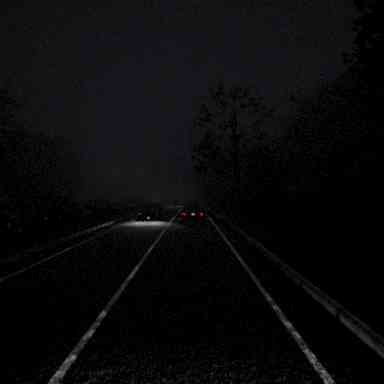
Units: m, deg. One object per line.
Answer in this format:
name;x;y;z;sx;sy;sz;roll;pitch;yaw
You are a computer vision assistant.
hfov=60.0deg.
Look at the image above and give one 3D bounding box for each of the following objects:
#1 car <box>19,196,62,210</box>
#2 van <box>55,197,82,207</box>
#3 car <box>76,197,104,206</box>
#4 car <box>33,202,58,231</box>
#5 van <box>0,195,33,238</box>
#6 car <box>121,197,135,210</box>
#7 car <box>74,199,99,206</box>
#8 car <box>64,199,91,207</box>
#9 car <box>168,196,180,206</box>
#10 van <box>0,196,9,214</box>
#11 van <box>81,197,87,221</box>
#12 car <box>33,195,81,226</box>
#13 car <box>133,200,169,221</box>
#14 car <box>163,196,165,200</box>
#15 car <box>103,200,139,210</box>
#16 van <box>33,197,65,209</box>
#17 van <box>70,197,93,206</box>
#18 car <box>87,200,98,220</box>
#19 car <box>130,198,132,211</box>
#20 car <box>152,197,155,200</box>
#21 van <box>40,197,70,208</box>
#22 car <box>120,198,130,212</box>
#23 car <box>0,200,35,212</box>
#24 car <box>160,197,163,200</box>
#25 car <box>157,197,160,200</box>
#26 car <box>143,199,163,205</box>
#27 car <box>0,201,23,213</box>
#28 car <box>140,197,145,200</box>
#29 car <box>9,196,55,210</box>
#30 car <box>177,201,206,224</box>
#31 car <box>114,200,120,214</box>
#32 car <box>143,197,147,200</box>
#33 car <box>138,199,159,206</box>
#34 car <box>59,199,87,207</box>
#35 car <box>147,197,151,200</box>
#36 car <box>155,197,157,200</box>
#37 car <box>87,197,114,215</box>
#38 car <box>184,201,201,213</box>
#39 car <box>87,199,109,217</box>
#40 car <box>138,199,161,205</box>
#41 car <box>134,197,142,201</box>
car;-23.375;1.672;51.641;5.566;2.045;2.435;0;-1;0
van;-23.295;1.864;62.735;4.442;1.987;1.878;0;-1;0
car;-23.431;2.125;76.560;5.566;2.045;2.435;0;-1;0
car;-10.354;1.492;18.266;4.792;1.488;2.163;0;0;0
van;-10.208;1.240;15.483;4.442;1.987;1.878;0;0;0
car;-10.330;1.801;43.224;4.892;1.521;2.231;0;-1;0
car;-23.374;2.341;73.785;4.792;1.488;2.163;0;-1;0
car;-23.432;2.216;68.121;4.792;1.488;2.163;0;-1;0
car;-3.388;2.219;69.883;1.837;1.490;4.892;0;-1;0
van;-23.521;1.492;37.665;4.442;1.987;1.878;0;-1;0
van;-10.208;1.288;23.795;4.442;1.987;1.878;0;-1;0
car;-10.353;1.222;21.020;5.566;2.045;2.435;0;-1;0
car;-3.373;1.658;28.445;2.033;1.411;5.357;0;-1;0
car;-10.351;2.320;84.854;5.566;2.045;2.435;0;-1;0
car;-10.295;1.912;48.775;4.792;1.488;2.163;0;-1;0
van;-23.287;1.739;54.409;4.442;1.987;1.878;0;-1;0
van;-23.519;2.020;70.897;4.442;1.987;1.878;0;-1;0
car;-10.327;1.595;26.567;4.674;1.452;2.002;0;-1;0
car;-10.318;1.761;40.448;4.892;1.521;2.231;0;-1;0
car;-10.317;2.137;65.431;4.892;1.521;2.231;0;-1;0
van;-23.520;1.779;57.179;4.442;1.987;1.878;0;-1;0
car;-10.139;1.716;37.672;5.366;1.575;1.946;0;-1;0
car;-23.398;1.801;43.326;5.008;1.535;2.097;0;-1;0
car;-10.137;2.373;76.522;5.366;1.575;1.946;0;-1;0
car;-10.138;2.243;70.850;5.366;1.575;1.946;0;-1;0
car;-10.328;2.636;87.624;5.008;1.535;2.097;0;-1;0
car;-23.407;1.799;40.431;4.674;1.452;2.002;0;-1;0
car;-10.294;1.953;51.551;4.792;1.488;2.163;0;-1;0
car;-23.376;1.632;48.871;5.566;2.045;2.435;0;-1;0
car;0.078;1.633;25.867;2.033;1.411;5.357;0;-1;0
car;-10.293;1.552;34.898;4.553;1.767;2.185;0;-1;0
car;-10.294;1.993;54.326;4.792;1.488;2.163;0;-1;0
car;-10.329;2.442;79.297;4.892;1.521;2.231;0;-1;0
car;-23.432;2.166;65.482;4.792;1.488;2.163;0;-1;0
car;-10.353;2.075;59.879;4.792;1.488;2.163;0;-1;0
car;-10.508;2.186;68.198;5.366;1.575;1.946;0;-1;0
car;-10.293;1.511;32.122;4.553;1.767;2.185;0;-1;0
car;0.051;1.839;42.841;2.033;1.411;5.357;0;-1;0
car;-10.319;1.596;29.344;5.008;1.535;2.097;0;-1;0
car;-10.508;2.503;82.073;5.366;1.575;1.946;0;-1;0
car;-10.138;1.838;45.999;5.366;1.575;1.946;0;-1;0
